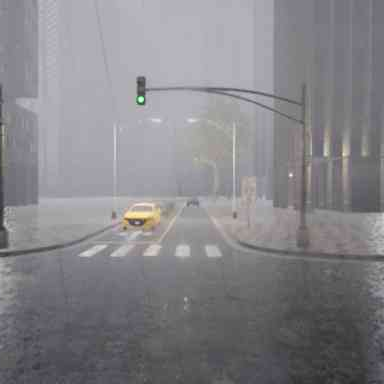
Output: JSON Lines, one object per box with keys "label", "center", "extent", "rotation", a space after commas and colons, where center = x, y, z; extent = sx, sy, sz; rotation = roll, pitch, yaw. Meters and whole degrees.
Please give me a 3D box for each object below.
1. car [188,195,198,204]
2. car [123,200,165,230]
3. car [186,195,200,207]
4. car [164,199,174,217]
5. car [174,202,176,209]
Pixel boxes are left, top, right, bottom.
{"label": "car", "center": [0.175, 1.380, 60.814], "extent": [1.837, 1.490, 4.892], "rotation": [0, 0, 0]}
{"label": "car", "center": [-3.047, 1.461, 21.119], "extent": [1.882, 1.535, 5.008], "rotation": [0, 0, 0]}
{"label": "car", "center": [0.140, 1.430, 50.390], "extent": [1.837, 1.490, 4.892], "rotation": [0, 0, 0]}
{"label": "car", "center": [-3.011, 1.537, 30.279], "extent": [1.994, 1.385, 4.181], "rotation": [0, 0, 1]}
{"label": "car", "center": [-2.979, 1.557, 40.380], "extent": [1.895, 1.301, 4.718], "rotation": [0, 0, 0]}
